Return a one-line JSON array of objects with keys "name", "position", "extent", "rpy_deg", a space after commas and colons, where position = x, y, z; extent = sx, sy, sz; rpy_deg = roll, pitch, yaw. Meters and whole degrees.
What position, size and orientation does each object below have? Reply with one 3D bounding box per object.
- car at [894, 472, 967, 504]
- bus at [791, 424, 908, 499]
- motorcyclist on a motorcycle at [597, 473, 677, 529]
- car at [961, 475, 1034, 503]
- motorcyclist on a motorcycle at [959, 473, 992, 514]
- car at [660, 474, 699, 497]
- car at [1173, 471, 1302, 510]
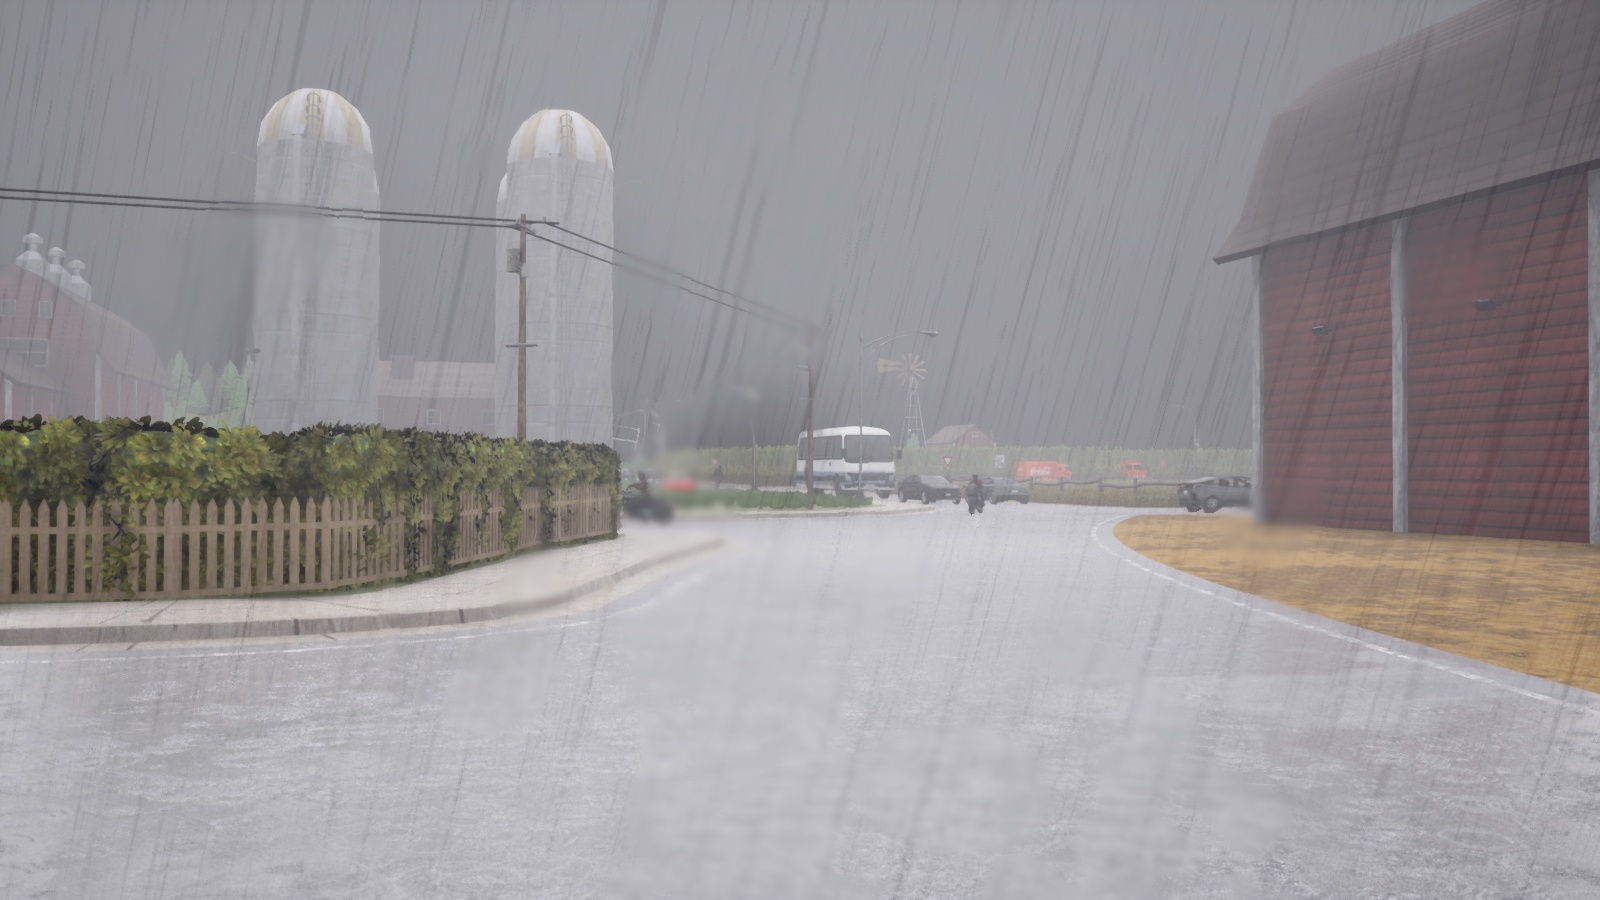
[{"name": "car", "position": [6.552, 1.890, 63.757], "extent": [1.882, 1.535, 5.008], "rpy_deg": [0, -1, -17]}, {"name": "bus", "position": [2.820, 0.731, 76.197], "extent": [3.944, 4.253, 10.273], "rpy_deg": [0, -1, -17]}, {"name": "motorcyclist on a motorcycle", "position": [-4.969, 1.548, 38.340], "extent": [2.350, 1.649, 0.766], "rpy_deg": [0, -1, -3]}, {"name": "car", "position": [10.056, 1.968, 64.246], "extent": [1.994, 1.385, 4.181], "rpy_deg": [0, -1, -18]}, {"name": "motorcyclist on a motorcycle", "position": [6.608, 1.614, 47.153], "extent": [0.797, 1.523, 2.044], "rpy_deg": [-1, -1, 20]}, {"name": "car", "position": [-7.657, 2.262, 80.008], "extent": [2.207, 1.376, 1.481], "rpy_deg": [0, -1, -17]}, {"name": "car", "position": [17.772, 1.630, 51.130], "extent": [4.514, 1.525, 2.007], "rpy_deg": [0, -1, -7]}]
